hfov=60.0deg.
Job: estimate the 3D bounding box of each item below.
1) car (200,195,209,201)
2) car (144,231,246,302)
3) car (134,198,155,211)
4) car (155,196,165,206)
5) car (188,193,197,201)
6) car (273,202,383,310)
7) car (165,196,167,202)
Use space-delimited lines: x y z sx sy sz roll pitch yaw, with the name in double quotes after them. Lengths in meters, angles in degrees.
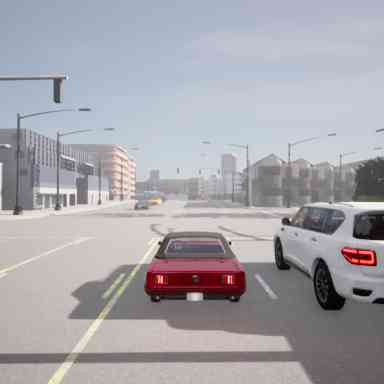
3.531 1.524 89.274 2.097 1.767 4.553 0 -1 0 "car"
0.072 1.617 8.246 1.895 1.301 4.718 0 0 0 "car"
-7.080 1.868 47.652 2.128 1.511 4.902 0 0 0 "car"
-7.010 1.838 64.805 1.882 1.535 5.008 0 1 1 "car"
0.031 1.389 88.922 2.150 2.045 5.566 0 -1 0 "car"
3.566 1.234 7.953 2.150 2.045 5.566 0 0 0 "car"
-6.972 1.668 79.891 1.837 1.490 4.892 0 1 0 "car"
